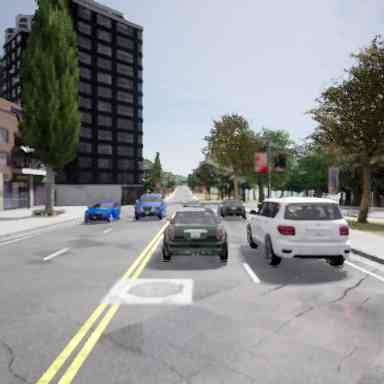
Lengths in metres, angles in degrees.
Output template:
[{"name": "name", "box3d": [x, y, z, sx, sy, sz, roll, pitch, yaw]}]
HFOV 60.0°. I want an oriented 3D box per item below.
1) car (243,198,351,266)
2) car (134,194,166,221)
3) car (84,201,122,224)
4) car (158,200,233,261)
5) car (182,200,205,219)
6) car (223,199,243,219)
[{"name": "car", "box3d": [3.356, 1.200, 11.509, 2.150, 2.045, 5.566, 0, 0, 0]}, {"name": "car", "box3d": [-3.331, 1.213, 27.526, 2.150, 2.045, 5.566, 0, 0, 0]}, {"name": "car", "box3d": [-6.583, 1.463, 25.009, 1.882, 1.535, 5.008, 0, 0, 0]}, {"name": "car", "box3d": [0.106, 1.330, 12.265, 2.097, 1.767, 4.553, 0, 0, 0]}, {"name": "car", "box3d": [0.112, 1.500, 29.619, 1.837, 1.490, 4.892, 0, 0, 0]}, {"name": "car", "box3d": [3.360, 1.346, 28.843, 2.097, 1.767, 4.553, 0, 0, 0]}]
